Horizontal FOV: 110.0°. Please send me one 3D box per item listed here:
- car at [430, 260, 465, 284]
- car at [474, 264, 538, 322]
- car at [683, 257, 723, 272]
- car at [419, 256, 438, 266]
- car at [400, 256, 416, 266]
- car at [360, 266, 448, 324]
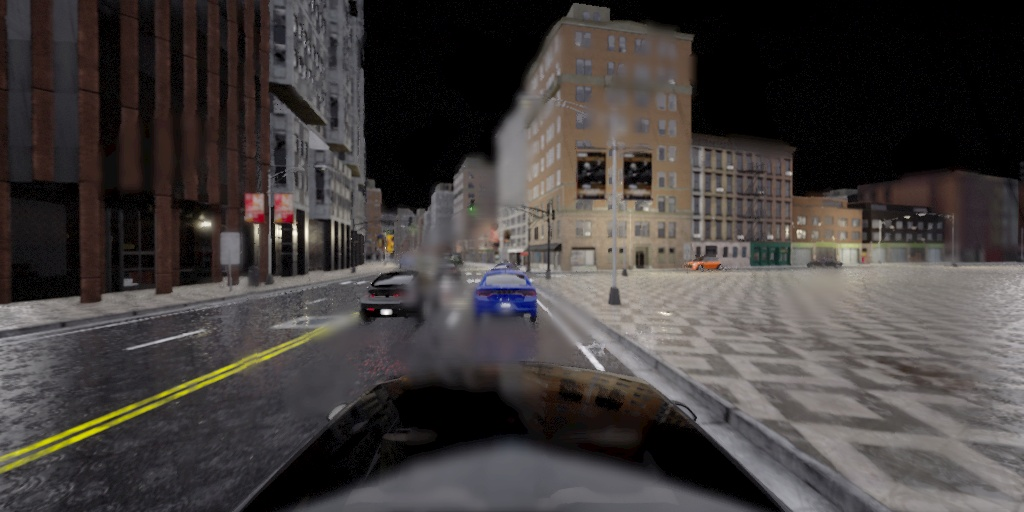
[{"bbox_3d":[-4.601,1.239,26.457,1.837,1.490,4.892,0,0,-6],"label":"car"},{"bbox_3d":[-0.250,1.218,12.343,1.882,1.535,5.008,0,0,-3],"label":"car"},{"bbox_3d":[22.727,0.909,42.772,4.553,1.767,2.097,0,0,-19],"label":"car"},{"bbox_3d":[-13.707,1.082,58.828,2.097,1.767,4.553,0,0,-13],"label":"car"},{"bbox_3d":[-16.835,0.957,58.013,2.150,2.045,5.566,0,0,-13],"label":"car"},{"bbox_3d":[-3.484,1.249,12.043,1.837,1.490,4.892,0,0,-3],"label":"car"}]
